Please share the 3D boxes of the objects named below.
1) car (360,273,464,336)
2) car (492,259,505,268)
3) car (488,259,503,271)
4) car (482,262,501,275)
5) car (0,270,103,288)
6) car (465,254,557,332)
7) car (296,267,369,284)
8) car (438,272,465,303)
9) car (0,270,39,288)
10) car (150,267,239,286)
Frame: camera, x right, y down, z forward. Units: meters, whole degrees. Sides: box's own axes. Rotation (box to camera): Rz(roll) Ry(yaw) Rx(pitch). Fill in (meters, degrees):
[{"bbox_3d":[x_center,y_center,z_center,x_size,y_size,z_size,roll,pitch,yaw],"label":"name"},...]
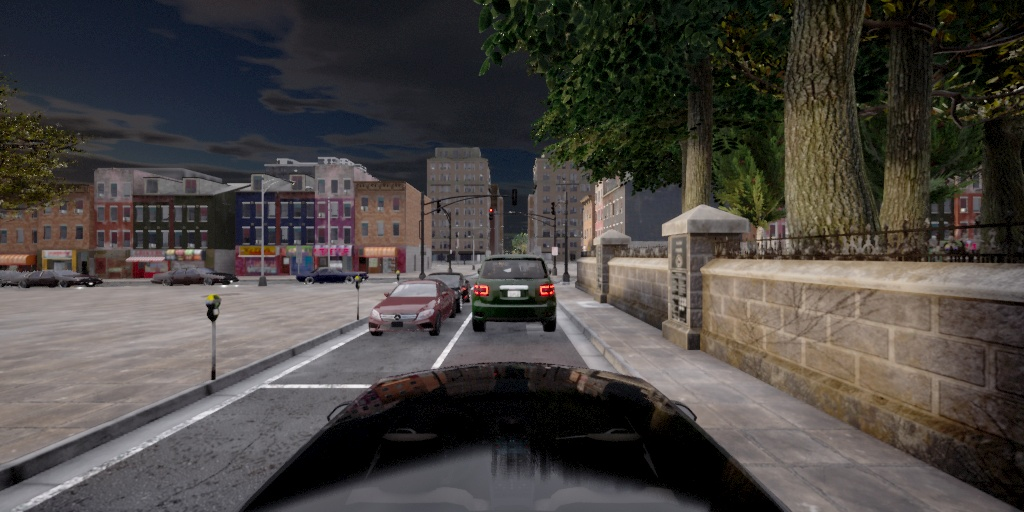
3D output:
[{"bbox_3d":[-2.637,1.334,10.329,1.802,1.307,4.207,0,0,0],"label":"car"},{"bbox_3d":[-2.280,1.233,61.632,1.882,1.535,5.008,0,0,0],"label":"car"},{"bbox_3d":[-2.291,1.233,51.190,1.882,1.535,5.008,0,0,0],"label":"car"},{"bbox_3d":[-2.278,1.355,40.777,1.895,1.301,4.718,0,0,0],"label":"car"},{"bbox_3d":[-34.135,1.727,26.839,5.357,1.411,2.033,-1,0,1],"label":"car"},{"bbox_3d":[0.076,0.974,11.008,2.150,2.045,5.566,0,0,1],"label":"car"},{"bbox_3d":[-13.343,1.487,26.893,4.718,1.301,1.895,-1,0,0],"label":"car"},{"bbox_3d":[-2.637,1.319,13.991,1.948,1.339,4.313,0,0,0],"label":"car"},{"bbox_3d":[-42.647,1.901,29.747,4.181,1.385,1.994,-1,0,0],"label":"car"},{"bbox_3d":[-23.690,1.563,26.860,5.357,1.411,2.033,-1,0,0],"label":"car"}]
